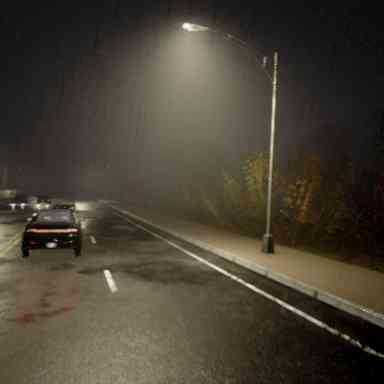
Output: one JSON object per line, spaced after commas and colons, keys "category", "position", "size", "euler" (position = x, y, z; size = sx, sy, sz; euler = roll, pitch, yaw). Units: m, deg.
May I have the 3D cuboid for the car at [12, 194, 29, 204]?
{"category": "car", "position": [-25.546, 1.012, 49.803], "size": [2.033, 1.411, 5.357], "euler": [2, 0, -20]}

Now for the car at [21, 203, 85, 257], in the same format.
{"category": "car", "position": [-5.135, 1.405, 12.525], "size": [2.128, 1.511, 4.902], "euler": [2, 0, -20]}

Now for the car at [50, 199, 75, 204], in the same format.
{"category": "car", "position": [-11.669, 1.403, 30.692], "size": [1.895, 1.301, 4.718], "euler": [2, 0, -20]}

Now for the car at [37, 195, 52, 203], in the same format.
{"category": "car", "position": [-22.313, 1.113, 50.397], "size": [2.033, 1.411, 5.357], "euler": [2, 0, -20]}
